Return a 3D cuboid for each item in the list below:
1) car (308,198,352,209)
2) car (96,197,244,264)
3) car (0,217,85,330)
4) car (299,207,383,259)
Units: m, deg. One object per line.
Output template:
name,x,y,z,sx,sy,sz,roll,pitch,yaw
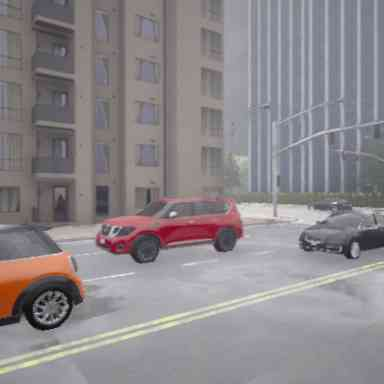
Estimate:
car,14.992,1.441,36.385,1.837,1.490,4.892,1,-1,-31
car,-0.581,1.210,12.153,5.566,2.045,2.150,0,0,-35
car,-4.195,1.351,5.283,4.553,1.767,2.097,0,0,-36
car,6.061,1.483,12.550,4.892,1.490,1.837,0,0,-35
